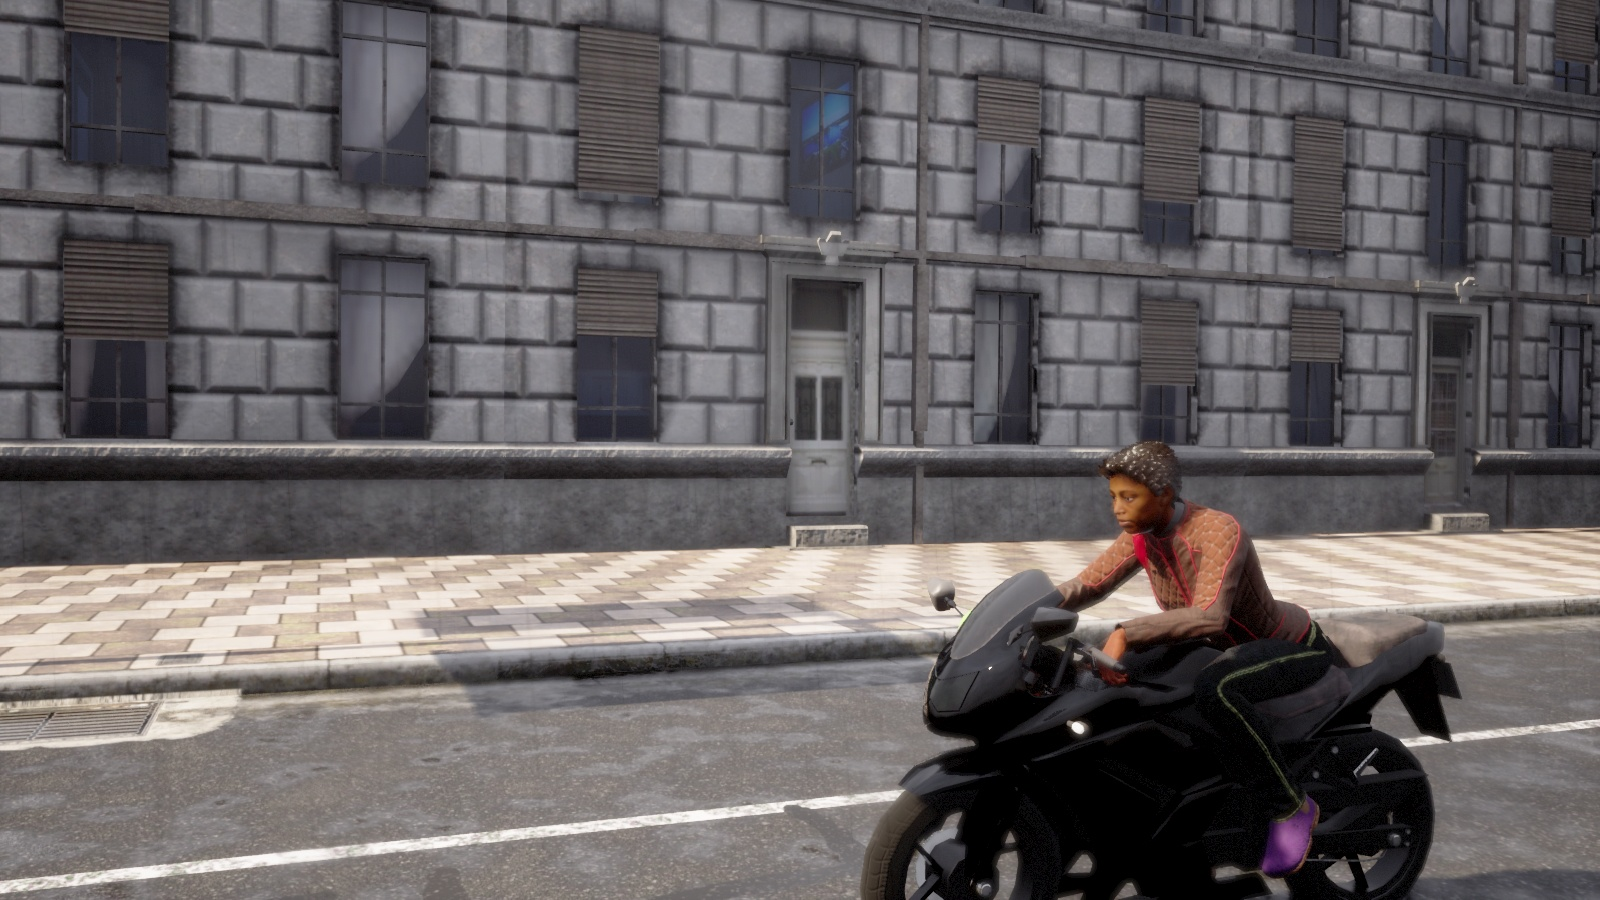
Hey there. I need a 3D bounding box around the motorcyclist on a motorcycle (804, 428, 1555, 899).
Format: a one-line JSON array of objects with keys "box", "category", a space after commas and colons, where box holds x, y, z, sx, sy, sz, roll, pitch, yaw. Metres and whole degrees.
[{"box": [1.116, 0.708, 3.691, 2.044, 1.523, 0.797, -1, 1, -21], "category": "motorcyclist on a motorcycle"}]
